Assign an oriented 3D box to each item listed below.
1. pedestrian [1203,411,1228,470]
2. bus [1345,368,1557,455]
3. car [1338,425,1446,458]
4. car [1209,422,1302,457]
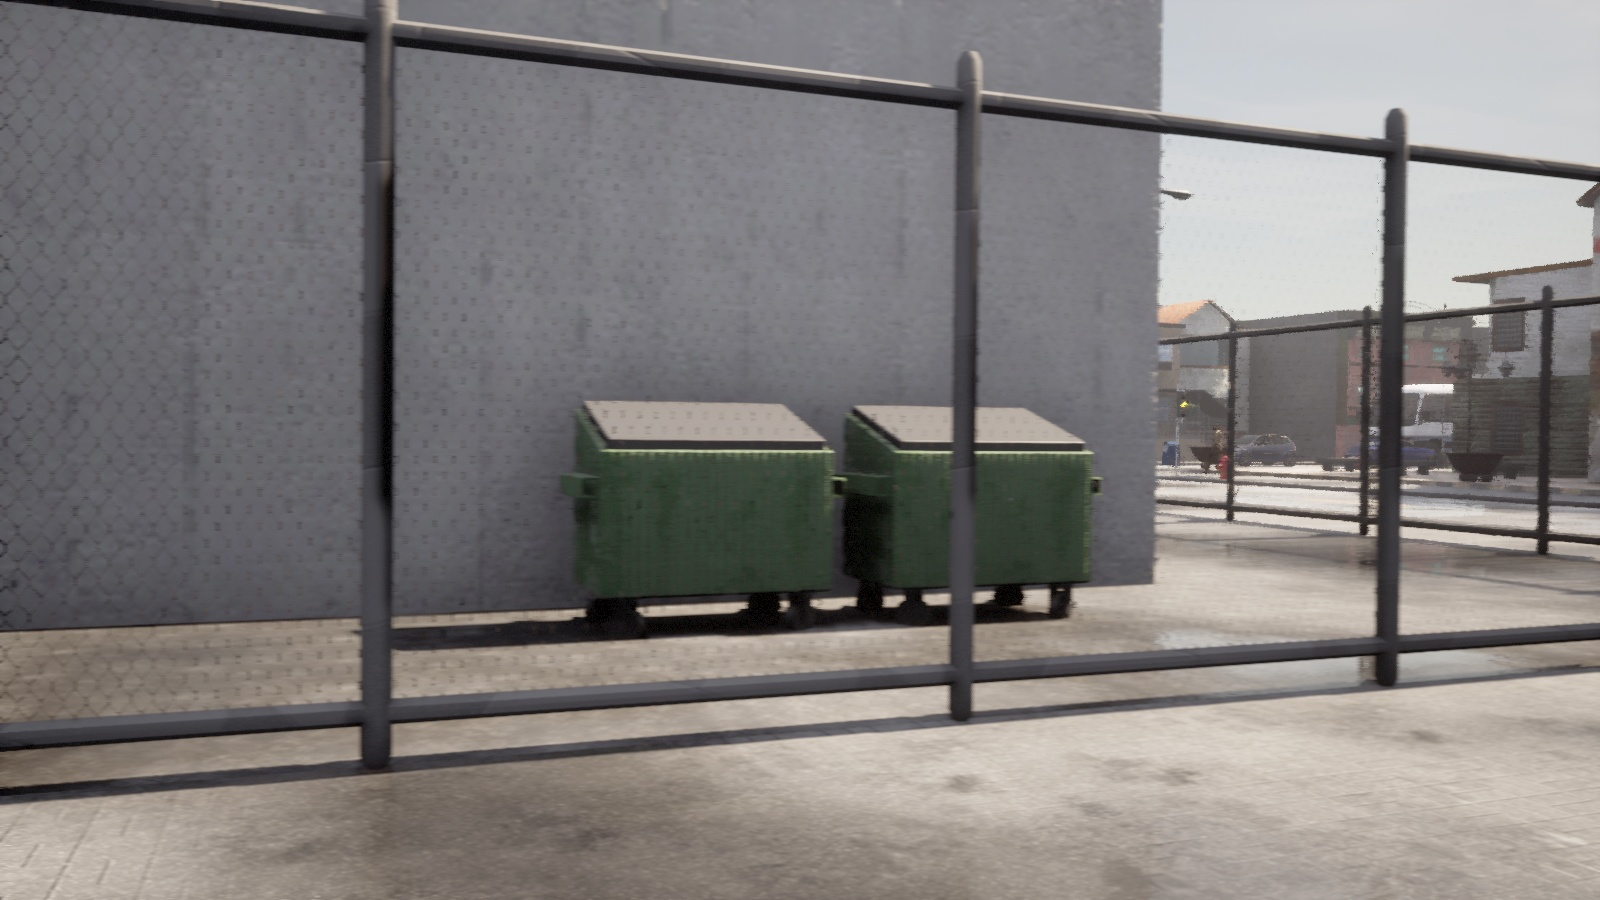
[{"bbox_3d":[13.777,-0.320,41.625,0.396,1.930,0.692,-1,1,-35],"label":"pedestrian"},{"bbox_3d":[33.733,-2.002,65.040,10.273,4.253,3.944,-1,1,-21],"label":"bus"},{"bbox_3d":[27.569,-0.425,58.446,4.674,1.442,1.812,-1,1,-21],"label":"car"},{"bbox_3d":[22.003,-0.528,60.618,3.988,1.617,1.851,-1,1,-21],"label":"car"}]
